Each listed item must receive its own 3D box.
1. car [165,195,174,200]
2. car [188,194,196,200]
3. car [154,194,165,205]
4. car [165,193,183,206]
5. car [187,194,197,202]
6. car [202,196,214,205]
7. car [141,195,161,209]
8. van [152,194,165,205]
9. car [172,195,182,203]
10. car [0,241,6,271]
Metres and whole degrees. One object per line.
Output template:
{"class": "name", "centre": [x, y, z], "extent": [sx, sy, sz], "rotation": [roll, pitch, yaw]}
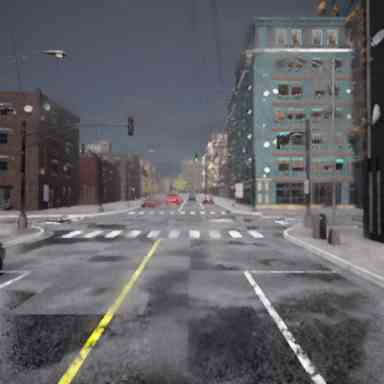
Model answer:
{"class": "car", "centre": [-5.675, 1.424, 84.679], "extent": [1.802, 1.307, 4.206], "rotation": [1, 0, 0]}
{"class": "car", "centre": [0.002, 1.230, 82.972], "extent": [1.994, 1.385, 4.181], "rotation": [0, 0, 0]}
{"class": "car", "centre": [-5.675, 1.450, 50.558], "extent": [1.887, 1.381, 4.507], "rotation": [1, 0, 0]}
{"class": "car", "centre": [-3.063, 1.126, 52.135], "extent": [2.150, 2.045, 5.566], "rotation": [0, 0, 1]}
{"class": "car", "centre": [0.002, 1.396, 72.546], "extent": [2.033, 1.411, 5.357], "rotation": [0, 0, 0]}
{"class": "car", "centre": [2.707, 1.335, 56.306], "extent": [1.967, 1.590, 4.097], "rotation": [1, 0, 0]}
{"class": "car", "centre": [-5.752, 1.461, 44.876], "extent": [1.887, 1.381, 4.507], "rotation": [1, 0, 0]}
{"class": "van", "centre": [-5.671, 1.236, 56.245], "extent": [1.690, 1.788, 3.998], "rotation": [1, 0, 0]}
{"class": "car", "centre": [-2.999, 1.397, 68.501], "extent": [1.812, 1.442, 4.674], "rotation": [0, 0, 0]}
{"class": "car", "centre": [-5.677, 1.538, 6.920], "extent": [2.008, 1.369, 4.403], "rotation": [1, 0, 0]}
